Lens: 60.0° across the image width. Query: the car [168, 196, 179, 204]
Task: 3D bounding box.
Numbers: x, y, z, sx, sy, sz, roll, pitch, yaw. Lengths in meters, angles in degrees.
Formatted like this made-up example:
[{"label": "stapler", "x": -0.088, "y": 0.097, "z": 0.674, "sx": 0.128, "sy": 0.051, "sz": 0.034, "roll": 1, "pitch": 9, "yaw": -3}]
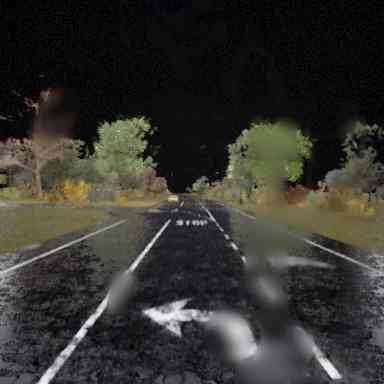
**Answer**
[{"label": "car", "x": -3.607, "y": 1.450, "z": 64.563, "sx": 1.882, "sy": 1.535, "sz": 5.008, "roll": 0, "pitch": 0, "yaw": 0}]
